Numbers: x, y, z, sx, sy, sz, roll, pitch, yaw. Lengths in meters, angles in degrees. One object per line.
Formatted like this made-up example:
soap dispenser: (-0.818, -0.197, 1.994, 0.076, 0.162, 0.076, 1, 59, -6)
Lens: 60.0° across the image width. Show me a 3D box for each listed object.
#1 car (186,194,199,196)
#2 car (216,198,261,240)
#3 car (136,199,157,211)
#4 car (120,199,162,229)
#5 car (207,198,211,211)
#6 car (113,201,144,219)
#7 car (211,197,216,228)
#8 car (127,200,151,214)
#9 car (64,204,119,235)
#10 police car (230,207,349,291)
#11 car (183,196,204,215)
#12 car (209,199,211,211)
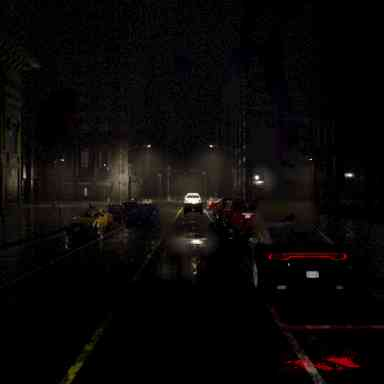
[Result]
car: (0.107, 1.242, 44.269, 2.150, 2.045, 5.566, 0, 0, 0)
car: (2.804, 1.318, 19.063, 2.192, 1.841, 5.009, 0, 0, 0)
car: (-5.666, 1.568, 41.627, 2.008, 1.369, 4.403, 0, 0, 0)
car: (-3.048, 1.482, 21.689, 1.882, 1.535, 5.008, 0, 0, 0)
car: (2.858, 1.458, 41.608, 1.967, 1.590, 4.097, 0, 0, 0)
car: (-5.693, 1.575, 30.353, 1.947, 1.339, 4.313, 0, 0, 0)
car: (2.817, 1.321, 24.699, 2.192, 1.841, 5.009, 0, 0, 0)
car: (-5.680, 1.579, 35.990, 1.947, 1.339, 4.313, 0, 0, 0)
car: (-5.721, 1.528, 18.910, 1.752, 1.417, 4.829, 0, 0, 0)
police car: (2.389, 1.425, 9.155, 1.930, 1.638, 5.238, 0, 0, 0)
car: (0.142, 1.504, 34.245, 2.128, 1.511, 4.902, 0, 0, 1)
car: (2.832, 1.575, 30.336, 1.947, 1.339, 4.313, 0, 0, 0)
